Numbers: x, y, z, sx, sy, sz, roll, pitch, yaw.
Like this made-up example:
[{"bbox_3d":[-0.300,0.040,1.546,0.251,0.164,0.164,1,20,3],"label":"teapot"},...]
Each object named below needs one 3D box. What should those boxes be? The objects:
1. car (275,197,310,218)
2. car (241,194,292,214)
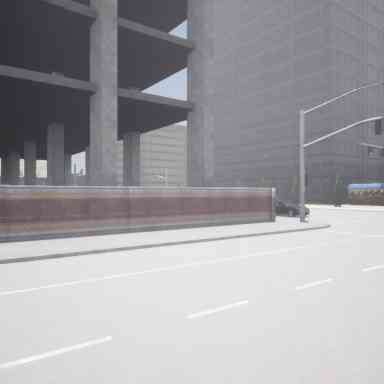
[{"bbox_3d":[8.587,1.505,30.886,1.837,1.490,4.892,0,0,-35],"label":"car"},{"bbox_3d":[8.263,1.221,37.344,2.150,2.045,5.566,0,0,-36],"label":"car"}]
